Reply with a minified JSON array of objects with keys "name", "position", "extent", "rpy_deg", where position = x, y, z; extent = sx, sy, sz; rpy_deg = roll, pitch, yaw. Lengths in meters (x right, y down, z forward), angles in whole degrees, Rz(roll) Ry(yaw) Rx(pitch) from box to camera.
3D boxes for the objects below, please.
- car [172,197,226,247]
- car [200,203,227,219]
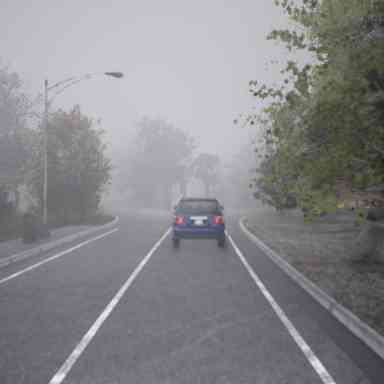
[{"name":"car","position":[0.323,1.224,15.227],"extent":[2.150,2.045,5.566],"rpy_deg":[0,0,1]},{"name":"car","position":[2.242,1.810,33.169],"extent":[2.033,1.411,5.357],"rpy_deg":[0,-1,11]}]
